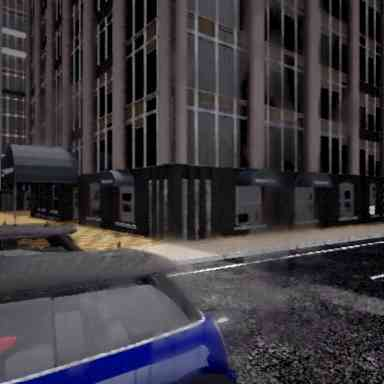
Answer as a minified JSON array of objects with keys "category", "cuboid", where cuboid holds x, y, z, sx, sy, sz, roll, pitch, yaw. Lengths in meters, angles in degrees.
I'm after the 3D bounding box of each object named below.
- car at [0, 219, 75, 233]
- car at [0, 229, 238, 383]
[{"category":"car","cuboid":[-3.705,1.349,5.036,4.553,1.767,2.097,1,0,-36]},{"category":"car","cuboid":[-1.864,1.349,2.357,4.553,1.767,2.097,1,0,-36]}]
